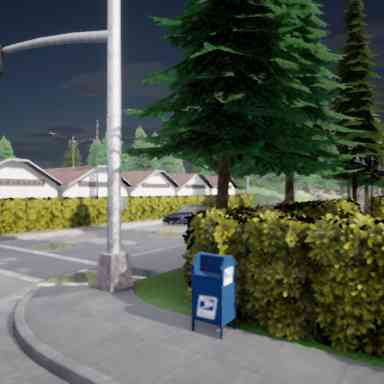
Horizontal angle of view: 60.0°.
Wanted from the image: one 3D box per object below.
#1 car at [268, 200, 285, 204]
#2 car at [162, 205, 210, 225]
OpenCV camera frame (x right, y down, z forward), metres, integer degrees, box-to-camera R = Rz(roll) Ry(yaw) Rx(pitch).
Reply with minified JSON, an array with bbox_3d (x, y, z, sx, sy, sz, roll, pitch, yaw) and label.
[{"bbox_3d":[10.038,1.668,38.908,1.882,1.535,5.008,0,0,36],"label":"car"},{"bbox_3d":[0.090,1.734,25.232,2.033,1.411,5.357,0,0,36],"label":"car"}]
